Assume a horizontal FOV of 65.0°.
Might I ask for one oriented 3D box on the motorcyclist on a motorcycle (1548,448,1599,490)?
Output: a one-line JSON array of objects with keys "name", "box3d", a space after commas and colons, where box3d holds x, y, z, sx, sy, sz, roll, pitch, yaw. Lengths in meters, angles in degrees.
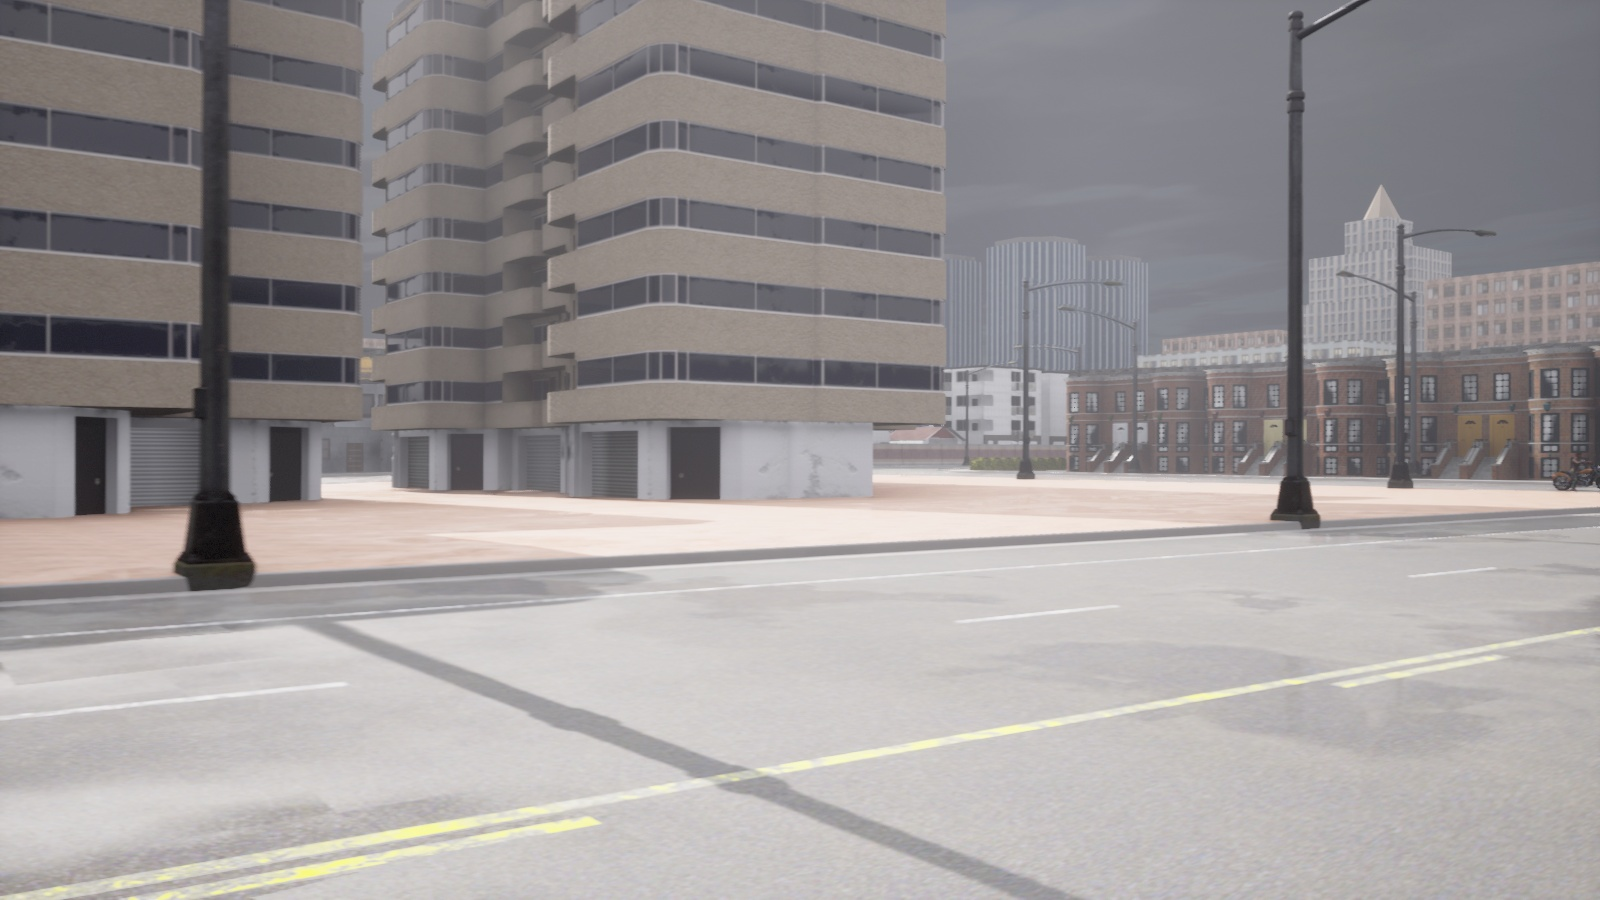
[{"name": "motorcyclist on a motorcycle", "box3d": [31.785, 0.753, 50.971, 0.766, 1.649, 2.350, 0, 0, -35]}]
